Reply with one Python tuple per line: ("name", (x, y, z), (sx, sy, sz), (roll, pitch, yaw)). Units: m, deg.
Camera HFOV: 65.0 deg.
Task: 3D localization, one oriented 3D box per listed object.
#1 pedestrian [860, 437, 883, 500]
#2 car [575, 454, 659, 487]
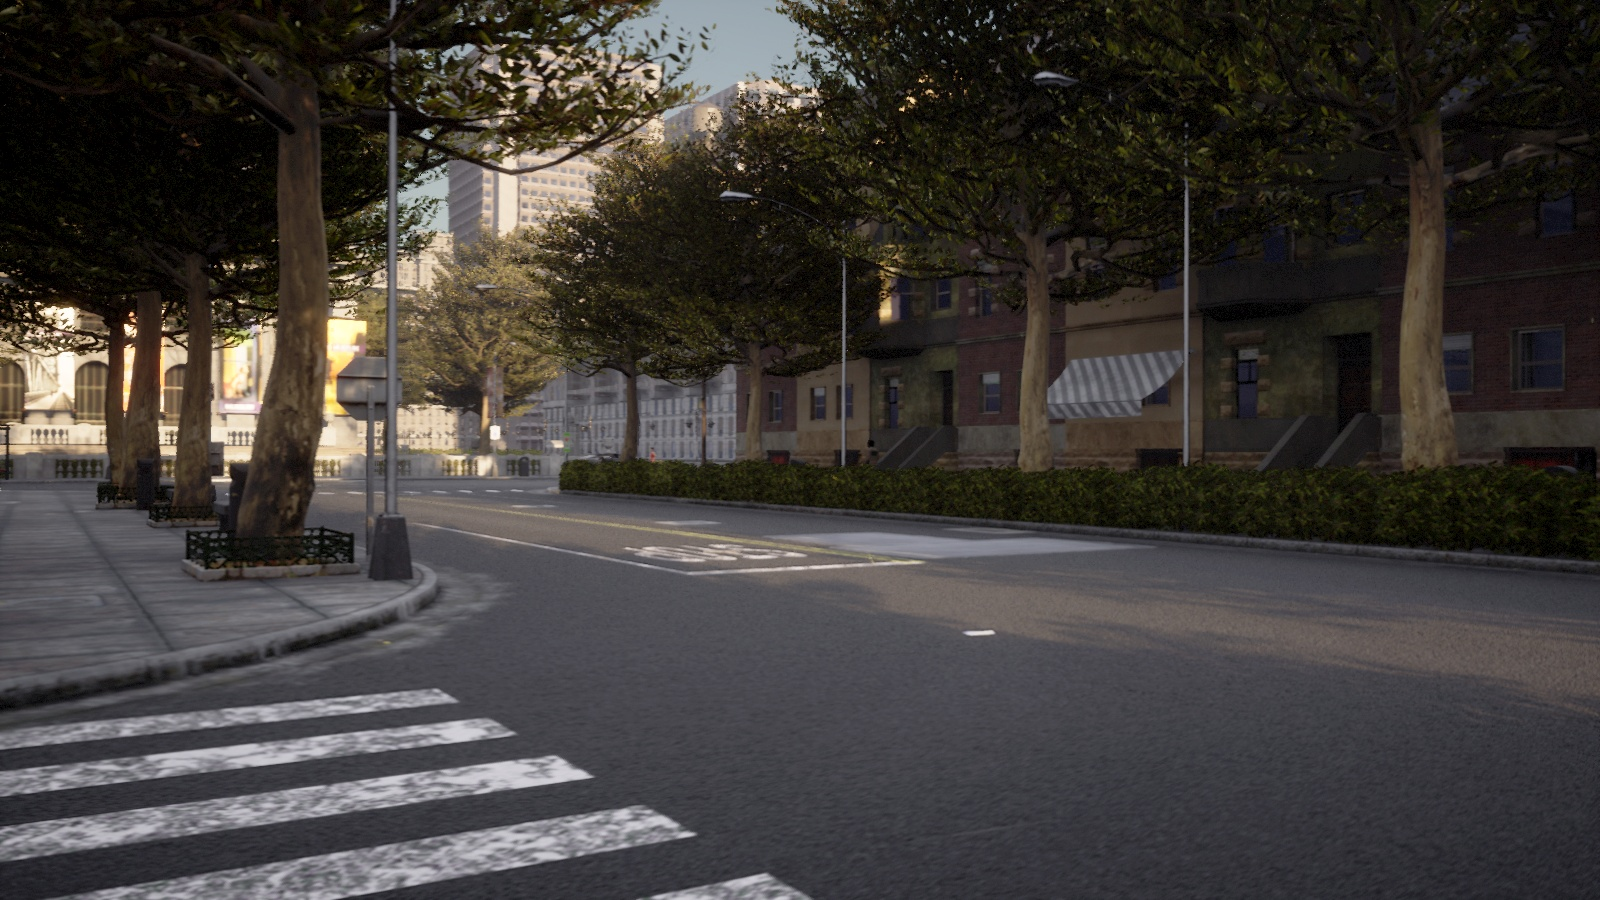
("pedestrian", (2.220, 0.566, 39.098), (0.396, 1.930, 0.692), (0, 0, -31))
("car", (-9.018, 1.002, 61.923), (3.705, 1.549, 1.789), (0, 0, -33))
